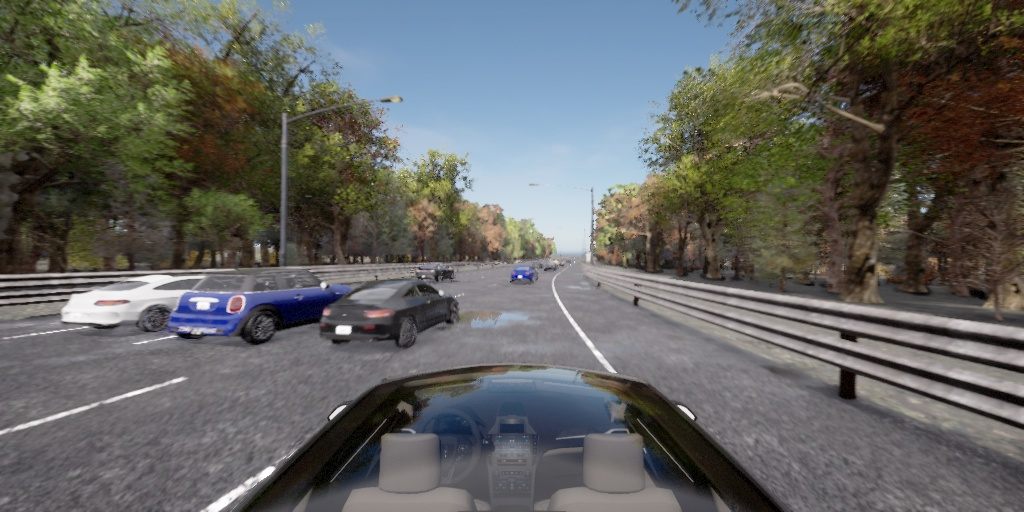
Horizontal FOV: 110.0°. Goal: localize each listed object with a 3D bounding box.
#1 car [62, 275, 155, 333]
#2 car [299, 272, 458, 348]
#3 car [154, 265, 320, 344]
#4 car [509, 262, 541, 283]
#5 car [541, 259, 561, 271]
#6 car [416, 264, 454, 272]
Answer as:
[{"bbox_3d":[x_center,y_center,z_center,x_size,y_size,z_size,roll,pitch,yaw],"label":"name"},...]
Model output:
[{"bbox_3d":[-9.762,1.260,10.646,1.812,1.442,4.674,0,0,11],"label":"car"},{"bbox_3d":[-2.889,1.315,9.334,1.812,1.442,4.674,0,0,11],"label":"car"},{"bbox_3d":[-6.336,1.116,9.909,2.097,1.767,4.553,1,0,11],"label":"car"},{"bbox_3d":[1.060,1.471,30.029,1.812,1.442,4.674,0,0,11],"label":"car"},{"bbox_3d":[6.309,1.687,57.530,2.033,1.411,5.357,0,0,11],"label":"car"},{"bbox_3d":[-6.188,1.372,29.378,2.128,1.511,4.902,0,0,11],"label":"car"}]
